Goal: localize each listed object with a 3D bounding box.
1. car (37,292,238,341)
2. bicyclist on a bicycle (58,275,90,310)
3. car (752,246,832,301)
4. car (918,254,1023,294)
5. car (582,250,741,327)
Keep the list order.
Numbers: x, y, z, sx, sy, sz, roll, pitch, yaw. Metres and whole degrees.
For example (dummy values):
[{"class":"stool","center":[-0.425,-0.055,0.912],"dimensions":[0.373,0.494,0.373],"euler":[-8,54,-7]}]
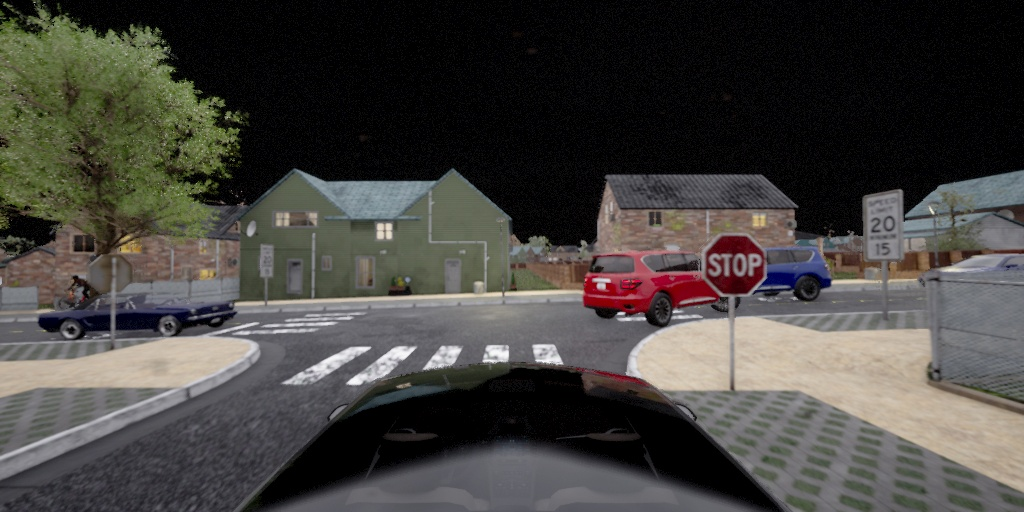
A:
[{"class":"car","center":[-11.619,1.821,11.412],"dimensions":[4.718,1.301,1.895],"euler":[-2,-1,0]},{"class":"bicyclist on a bicycle","center":[-20.858,1.736,17.297],"dimensions":[0.582,1.620,1.656],"euler":[0,1,0]},{"class":"car","center":[9.314,0.714,14.152],"dimensions":[5.566,2.045,2.150],"euler":[-2,-1,-2]},{"class":"car","center":[19.107,0.666,14.198],"dimensions":[4.674,1.442,1.812],"euler":[-2,-1,0]},{"class":"car","center":[4.680,0.839,11.148],"dimensions":[5.566,2.045,2.150],"euler":[-2,-1,-32]}]
